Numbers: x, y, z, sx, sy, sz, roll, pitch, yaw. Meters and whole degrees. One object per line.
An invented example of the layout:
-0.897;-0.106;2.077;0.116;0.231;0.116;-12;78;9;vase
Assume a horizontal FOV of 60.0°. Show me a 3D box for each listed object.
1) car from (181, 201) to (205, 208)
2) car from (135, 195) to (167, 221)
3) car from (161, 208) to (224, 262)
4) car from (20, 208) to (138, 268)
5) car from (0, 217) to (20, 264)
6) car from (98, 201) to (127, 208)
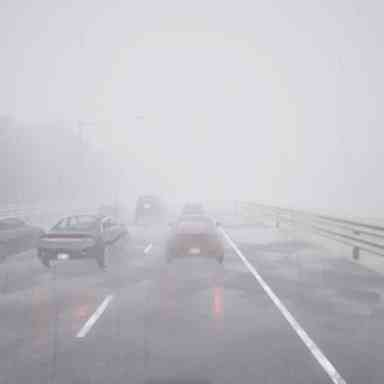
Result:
0.091;1.533;29.001;2.128;1.511;4.902;0;0;0;car
-3.410;1.261;28.098;2.150;2.045;5.566;0;0;0;car
0.093;1.538;11.977;1.812;1.442;4.674;0;0;0;car
-3.414;1.503;11.248;2.128;1.511;4.902;0;0;0;car
-6.912;1.577;11.882;1.994;1.385;4.181;0;0;0;car
-6.906;1.534;29.112;1.837;1.490;4.892;0;0;0;car
